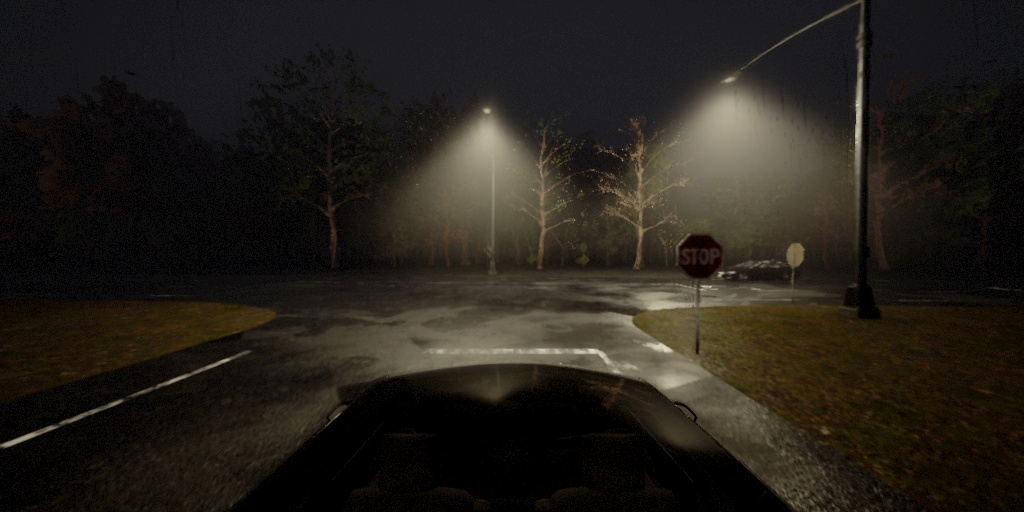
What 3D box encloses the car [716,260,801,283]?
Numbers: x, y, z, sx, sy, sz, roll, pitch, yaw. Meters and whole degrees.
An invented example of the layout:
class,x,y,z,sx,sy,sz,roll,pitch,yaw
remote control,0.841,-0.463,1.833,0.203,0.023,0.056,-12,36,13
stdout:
class,x,y,z,sx,sy,sz,roll,pitch,yaw
car,16.259,1.030,23.793,4.902,1.511,2.128,-1,1,0
